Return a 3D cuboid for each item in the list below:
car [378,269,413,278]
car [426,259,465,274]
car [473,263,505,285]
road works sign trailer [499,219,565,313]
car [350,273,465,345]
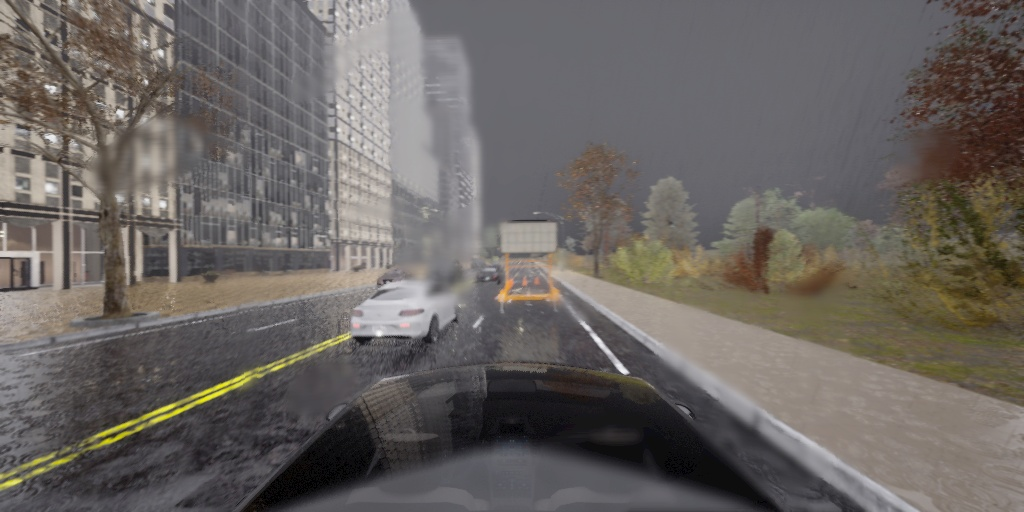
[{"bbox_3d":[-8.531,1.664,26.887,1.994,1.385,4.181,-1,0,3],"label":"car"},{"bbox_3d":[-5.201,1.282,28.583,2.150,2.045,5.566,-1,-1,3],"label":"car"},{"bbox_3d":[-1.719,1.533,29.159,1.812,1.442,4.674,-1,0,3],"label":"car"},{"bbox_3d":[0.730,0.310,14.666,2.380,3.560,2.880,0,0,3],"label":"road works sign trailer"},{"bbox_3d":[-2.674,1.386,9.830,1.812,1.442,4.674,-1,0,3],"label":"car"}]
